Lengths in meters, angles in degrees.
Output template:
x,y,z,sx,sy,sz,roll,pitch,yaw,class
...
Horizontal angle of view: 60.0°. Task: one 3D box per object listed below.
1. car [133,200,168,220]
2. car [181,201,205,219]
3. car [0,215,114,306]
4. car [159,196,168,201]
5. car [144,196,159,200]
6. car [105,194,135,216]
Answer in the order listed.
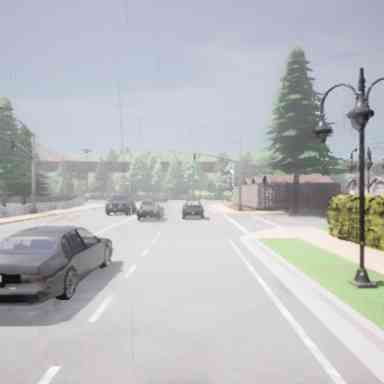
x,y,z,sx,sy,sz,roll,pitch,yaw,class
-3.407,1.630,28.056,1.895,1.301,4.718,0,0,0,car
0.094,1.522,29.625,2.128,1.511,4.902,0,0,0,car
-3.420,1.556,8.284,2.033,1.411,5.357,0,0,0,car
-6.748,1.537,69.361,2.033,1.411,5.357,0,0,-27,car
-6.998,1.624,53.680,2.033,1.411,5.357,0,0,0,car
-7.096,1.257,33.426,2.150,2.045,5.566,0,0,0,car
